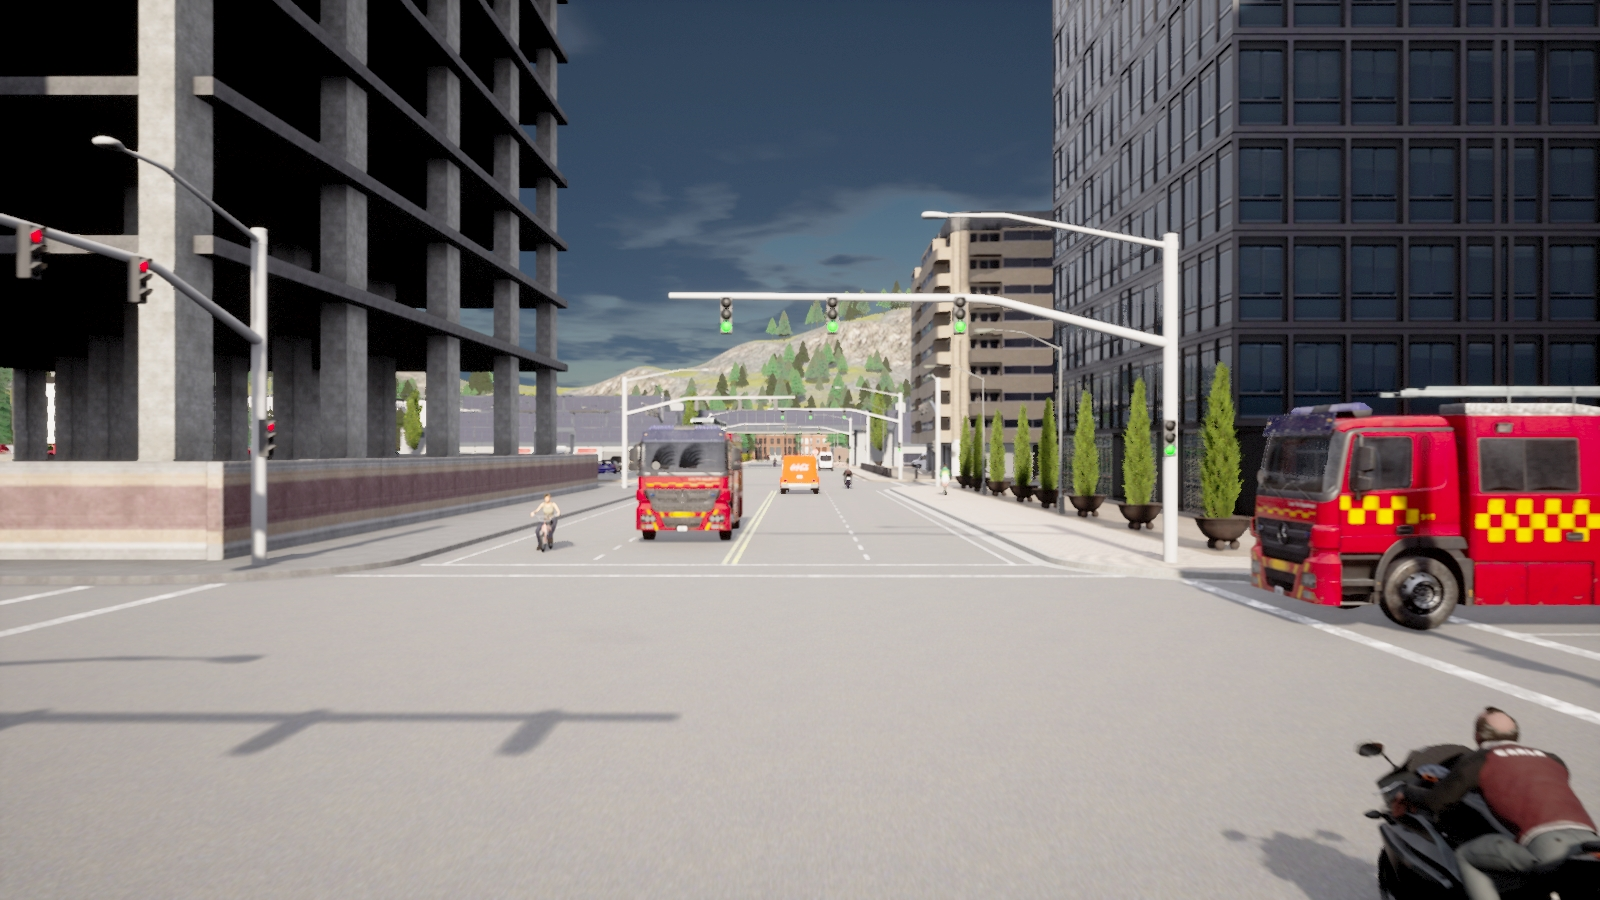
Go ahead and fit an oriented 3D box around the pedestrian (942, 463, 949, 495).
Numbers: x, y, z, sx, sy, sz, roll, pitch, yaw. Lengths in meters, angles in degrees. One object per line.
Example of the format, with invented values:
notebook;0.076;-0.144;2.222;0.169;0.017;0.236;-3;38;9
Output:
pedestrian;8.498;1.700;66.733;0.375;1.860;0.375;0;0;-1

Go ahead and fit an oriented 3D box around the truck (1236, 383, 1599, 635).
truck;11.971;0.892;18.849;8.468;3.827;2.891;0;0;-1

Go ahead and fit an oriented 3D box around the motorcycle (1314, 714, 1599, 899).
motorcycle;3.498;2.206;5.708;0.867;1.251;2.209;0;0;0

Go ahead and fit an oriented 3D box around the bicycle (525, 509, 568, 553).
bicycle;-7.020;2.234;31.704;0.859;1.126;1.487;0;0;0

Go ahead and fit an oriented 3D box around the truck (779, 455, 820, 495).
truck;-0.010;1.578;75.215;2.627;2.467;5.204;0;0;0

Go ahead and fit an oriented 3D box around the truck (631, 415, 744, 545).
truck;-3.501;0.893;37.753;2.891;3.827;8.468;0;0;0
